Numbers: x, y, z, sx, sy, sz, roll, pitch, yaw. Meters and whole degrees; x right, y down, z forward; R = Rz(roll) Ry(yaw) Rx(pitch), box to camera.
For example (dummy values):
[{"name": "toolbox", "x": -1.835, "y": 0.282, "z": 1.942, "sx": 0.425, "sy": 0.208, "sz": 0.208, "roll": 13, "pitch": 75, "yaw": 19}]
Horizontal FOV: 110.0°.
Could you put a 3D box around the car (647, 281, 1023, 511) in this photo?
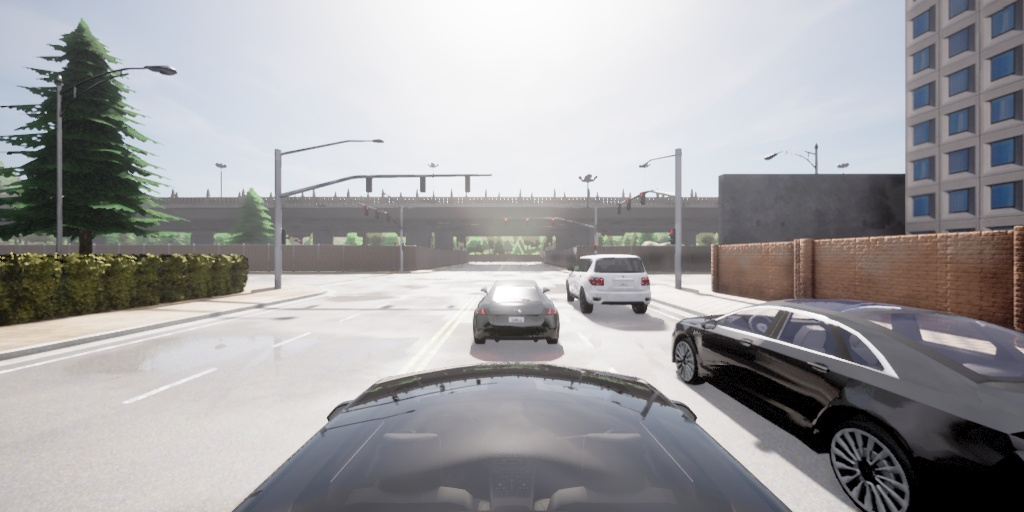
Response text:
[{"name": "car", "x": 3.595, "y": 1.242, "z": 4.126, "sx": 2.128, "sy": 1.511, "sz": 4.902, "roll": 0, "pitch": 0, "yaw": 0}]

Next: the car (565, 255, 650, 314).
[{"name": "car", "x": 3.488, "y": 0.976, "z": 13.932, "sx": 2.150, "sy": 2.045, "sz": 5.566, "roll": 0, "pitch": 0, "yaw": 0}]

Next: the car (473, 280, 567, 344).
[{"name": "car", "x": 0.092, "y": 1.316, "z": 9.586, "sx": 1.994, "sy": 1.385, "sz": 4.181, "roll": 0, "pitch": 0, "yaw": 0}]
